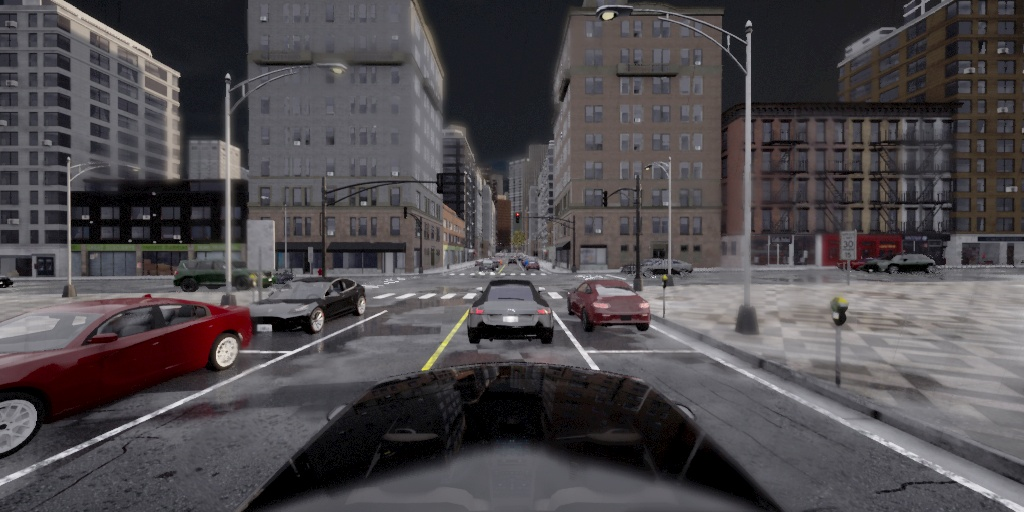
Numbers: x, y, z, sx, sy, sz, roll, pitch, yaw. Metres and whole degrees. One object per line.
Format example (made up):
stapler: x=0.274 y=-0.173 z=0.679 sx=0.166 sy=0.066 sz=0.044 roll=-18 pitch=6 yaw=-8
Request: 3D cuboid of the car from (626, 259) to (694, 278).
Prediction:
car: x=12.504 y=1.027 z=29.901 sx=4.902 sy=1.511 sz=2.128 roll=-1 pitch=0 yaw=-1

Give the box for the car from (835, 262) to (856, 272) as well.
car: x=33.062 y=0.833 z=33.230 sx=4.718 sy=1.301 sz=1.895 roll=-1 pitch=0 yaw=0

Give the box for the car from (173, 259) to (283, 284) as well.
car: x=-18.437 y=1.221 z=23.149 sx=5.566 sy=2.045 sz=2.150 roll=-1 pitch=0 yaw=-2

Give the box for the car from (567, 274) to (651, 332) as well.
car: x=2.715 y=1.330 z=10.634 sx=1.802 sy=1.307 sz=4.207 roll=0 pitch=0 yaw=0

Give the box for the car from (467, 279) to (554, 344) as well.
car: x=-0.038 y=1.312 z=9.635 sx=1.994 sy=1.385 sz=4.181 roll=0 pitch=0 yaw=0

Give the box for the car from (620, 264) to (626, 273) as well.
car: x=12.510 y=1.010 z=33.192 sx=4.902 sy=1.511 sz=2.128 roll=-1 pitch=0 yaw=0

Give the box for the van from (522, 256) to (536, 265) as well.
van: x=2.794 y=0.999 z=53.397 sx=1.690 sy=1.789 sz=3.998 roll=0 pitch=0 yaw=0

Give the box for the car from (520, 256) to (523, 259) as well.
car: x=2.826 y=1.202 z=64.505 sx=1.802 sy=1.307 sz=4.207 roll=0 pitch=0 yaw=0

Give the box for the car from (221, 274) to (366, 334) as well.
car: x=-5.810 y=1.314 z=10.587 sx=1.948 sy=1.339 sz=4.313 roll=0 pitch=0 yaw=0

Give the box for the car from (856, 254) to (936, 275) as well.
car: x=32.260 y=0.613 z=29.973 sx=4.553 sy=1.767 sz=2.097 roll=-1 pitch=0 yaw=0

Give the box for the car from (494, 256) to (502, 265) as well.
car: x=-3.048 y=1.194 z=57.151 sx=2.033 sy=1.411 sz=5.357 roll=0 pitch=0 yaw=0

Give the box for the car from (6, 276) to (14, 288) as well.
car: x=-39.990 y=1.754 z=26.395 sx=4.892 sy=1.490 sz=1.837 roll=-1 pitch=0 yaw=0

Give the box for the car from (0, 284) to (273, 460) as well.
car: x=-5.778 y=1.294 z=4.943 sx=1.888 sy=1.381 sz=4.507 roll=0 pitch=0 yaw=0

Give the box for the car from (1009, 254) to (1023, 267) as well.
car: x=49.204 y=0.197 z=33.167 sx=4.902 sy=1.511 sz=2.128 roll=-1 pitch=0 yaw=0

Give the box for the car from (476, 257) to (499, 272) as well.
car: x=-3.087 y=1.207 z=45.634 sx=1.812 sy=1.442 sz=4.674 roll=0 pitch=0 yaw=2

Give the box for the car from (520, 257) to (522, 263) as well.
car: x=2.810 y=1.186 z=58.948 sx=1.888 sy=1.381 sz=4.507 roll=0 pitch=0 yaw=0

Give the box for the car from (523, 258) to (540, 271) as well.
car: x=2.778 y=1.257 z=47.845 sx=1.802 sy=1.307 sz=4.207 roll=0 pitch=0 yaw=0

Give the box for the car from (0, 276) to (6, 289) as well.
car: x=-37.122 y=1.454 z=23.141 sx=5.566 sy=2.045 sz=2.150 roll=-1 pitch=0 yaw=0
